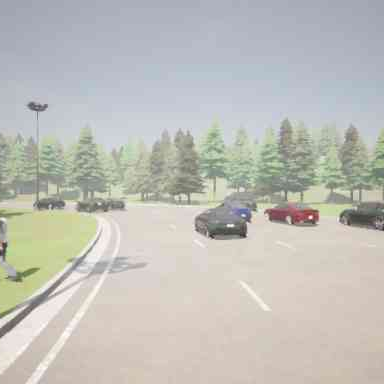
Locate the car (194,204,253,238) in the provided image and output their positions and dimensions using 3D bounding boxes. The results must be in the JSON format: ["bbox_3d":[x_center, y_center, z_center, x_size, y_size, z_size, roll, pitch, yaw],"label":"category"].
[{"bbox_3d":[1.403,1.564,17.742,1.994,1.385,4.181,0,0,-12],"label":"car"}]

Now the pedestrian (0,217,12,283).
[{"bbox_3d":[-4.473,1.141,7.636,0.375,1.860,0.375,0,0,-6],"label":"pedestrian"}]

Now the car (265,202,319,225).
[{"bbox_3d":[7.047,1.477,23.981,1.882,1.535,5.008,0,0,-15],"label":"car"}]

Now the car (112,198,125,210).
[{"bbox_3d":[-10.190,1.491,41.309,2.128,1.511,4.902,0,0,-44],"label":"car"}]

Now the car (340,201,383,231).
[{"bbox_3d":[11.400,1.353,20.851,2.097,1.767,4.553,0,0,-12],"label":"car"}]

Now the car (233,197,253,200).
[{"bbox_3d":[5.451,1.354,38.238,2.097,1.767,4.553,0,0,-28],"label":"car"}]

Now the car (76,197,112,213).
[{"bbox_3d":[-11.332,1.352,37.471,2.097,1.767,4.553,0,0,-41],"label":"car"}]

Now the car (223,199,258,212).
[{"bbox_3d":[2.979,1.525,25.609,1.812,1.442,4.674,0,0,-16],"label":"car"}]

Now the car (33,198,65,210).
[{"bbox_3d":[-18.846,1.505,43.895,4.892,1.490,1.837,0,0,30],"label":"car"}]
